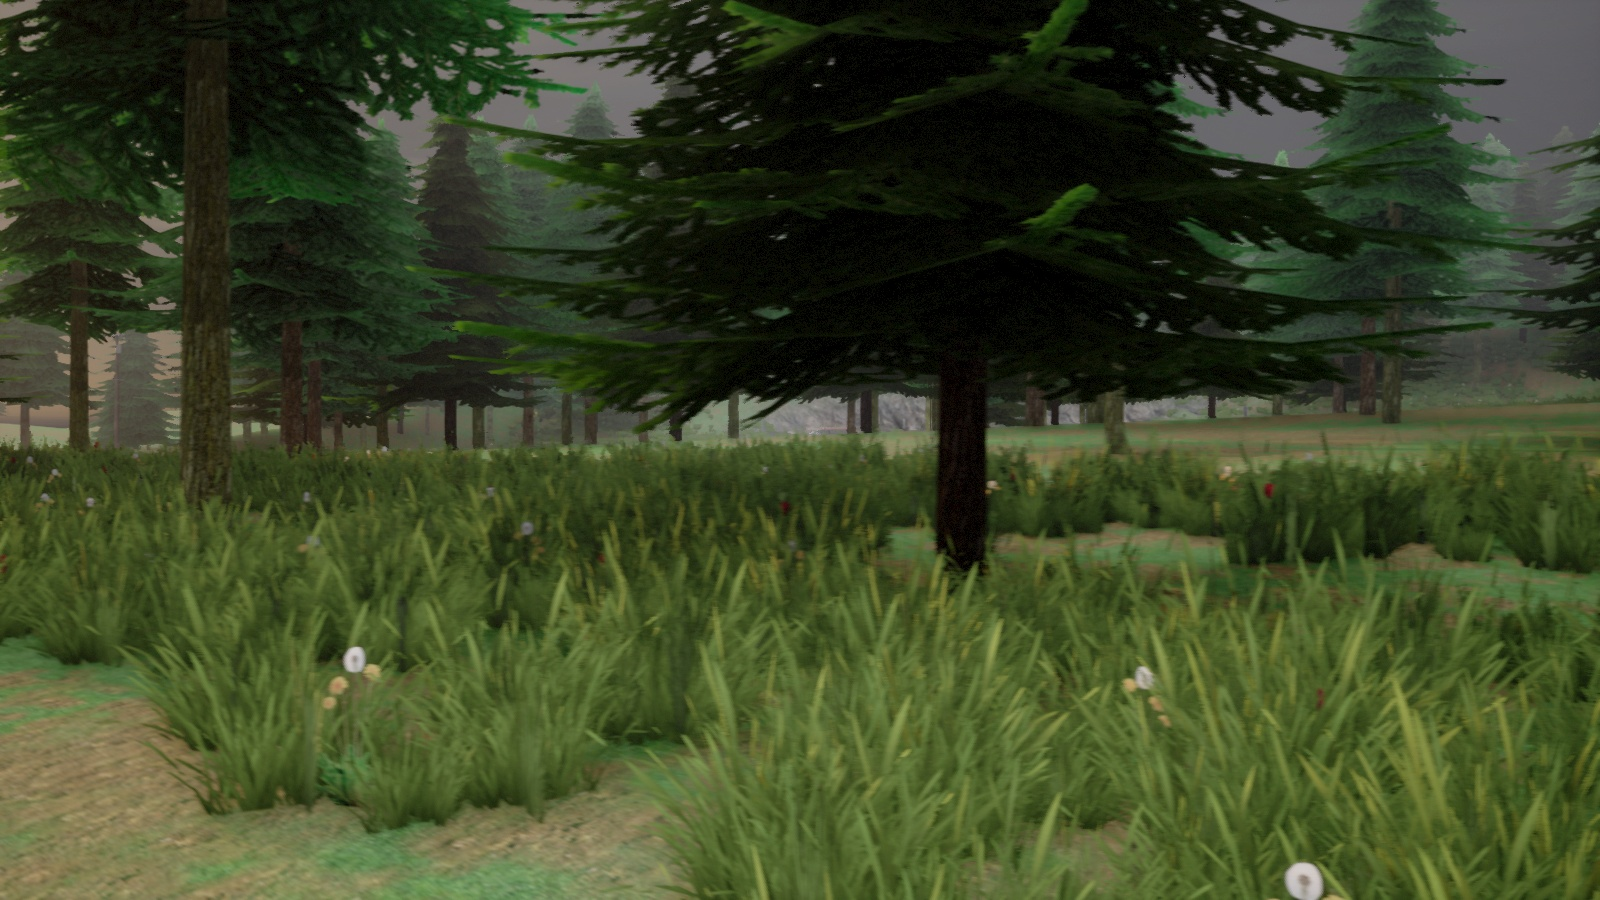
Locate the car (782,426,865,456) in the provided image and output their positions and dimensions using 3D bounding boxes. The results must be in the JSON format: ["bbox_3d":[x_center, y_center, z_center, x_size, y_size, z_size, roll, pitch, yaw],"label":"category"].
[{"bbox_3d":[1.675,-0.665,90.851,5.566,2.045,2.150,-1,1,-15],"label":"car"}]
